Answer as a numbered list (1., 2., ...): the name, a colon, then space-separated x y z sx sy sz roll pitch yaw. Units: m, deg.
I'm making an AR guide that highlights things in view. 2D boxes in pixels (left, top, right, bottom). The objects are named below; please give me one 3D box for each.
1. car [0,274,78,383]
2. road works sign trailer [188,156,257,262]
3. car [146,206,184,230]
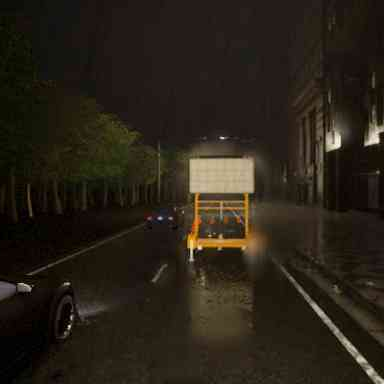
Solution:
1. car: -2.958 1.566 3.790 1.994 1.385 4.181 0 0 4
2. road works sign trailer: 1.087 0.474 12.254 2.380 3.560 2.880 0 0 4
3. car: -1.622 1.586 21.561 2.033 1.411 5.357 0 0 4
